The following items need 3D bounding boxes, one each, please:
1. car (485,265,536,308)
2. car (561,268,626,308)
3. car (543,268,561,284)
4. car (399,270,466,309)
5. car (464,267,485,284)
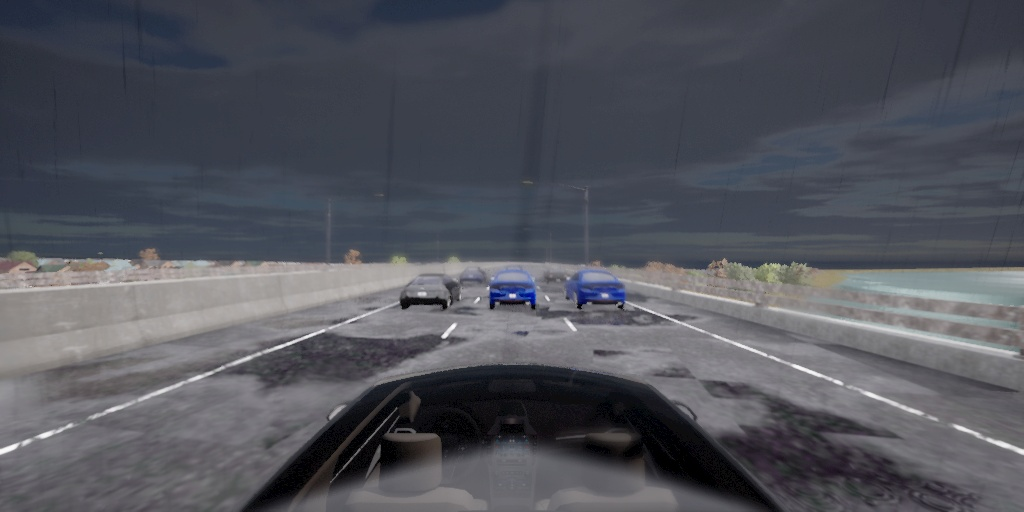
[{"bbox_3d":[0.048,1.367,15.996,1.882,1.535,5.008,0,0,1],"label":"car"},{"bbox_3d":[3.549,1.367,15.980,1.882,1.535,5.008,0,0,1],"label":"car"},{"bbox_3d":[3.709,1.647,30.497,1.895,1.301,4.718,0,-1,1],"label":"car"},{"bbox_3d":[-3.454,1.452,15.847,1.994,1.385,4.181,0,-1,1],"label":"car"},{"bbox_3d":[-3.284,1.613,30.791,1.994,1.385,4.181,0,-1,1],"label":"car"}]
